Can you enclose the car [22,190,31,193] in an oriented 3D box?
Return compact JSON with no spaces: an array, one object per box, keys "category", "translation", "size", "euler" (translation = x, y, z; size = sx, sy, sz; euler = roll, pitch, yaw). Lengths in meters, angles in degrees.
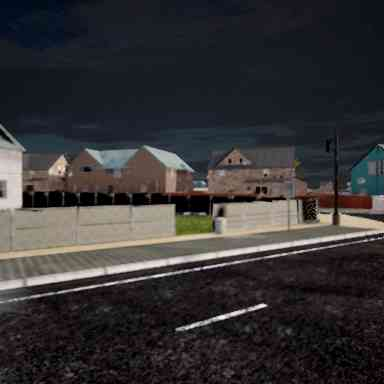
[{"category":"car","translation":[-22.265,0.501,42.150],"size":[4.553,1.767,2.097],"euler":[1,0,20]}]
